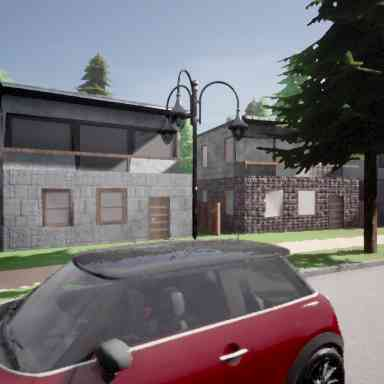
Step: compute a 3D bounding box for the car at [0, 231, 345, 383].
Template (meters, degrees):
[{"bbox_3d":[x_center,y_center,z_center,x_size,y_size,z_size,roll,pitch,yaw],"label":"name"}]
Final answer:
[{"bbox_3d":[-0.655,1.352,3.188,4.553,1.767,2.097,0,0,-32],"label":"car"}]
